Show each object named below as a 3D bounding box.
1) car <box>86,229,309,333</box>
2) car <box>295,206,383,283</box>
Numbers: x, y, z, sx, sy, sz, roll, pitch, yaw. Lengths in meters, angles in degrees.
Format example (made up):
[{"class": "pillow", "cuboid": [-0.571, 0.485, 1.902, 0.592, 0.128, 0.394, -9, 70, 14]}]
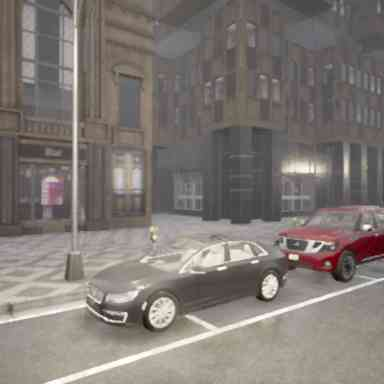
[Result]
[{"class": "car", "cuboid": [0.127, 1.582, 6.769, 4.403, 1.369, 2.008, 0, 0, -36]}, {"class": "car", "cuboid": [4.671, 1.368, 10.076, 5.009, 1.841, 2.192, 0, 0, -36]}]
